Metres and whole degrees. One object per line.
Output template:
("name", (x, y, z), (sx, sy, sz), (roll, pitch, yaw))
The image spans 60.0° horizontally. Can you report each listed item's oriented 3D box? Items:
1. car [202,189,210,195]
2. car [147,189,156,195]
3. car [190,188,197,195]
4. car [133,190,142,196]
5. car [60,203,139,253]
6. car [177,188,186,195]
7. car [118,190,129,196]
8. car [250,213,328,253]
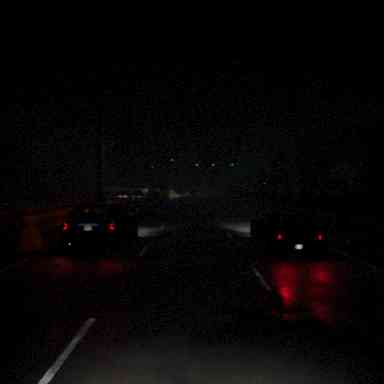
("car", (3.905, 0.080, 90.797), (2.033, 1.411, 5.357), (0, 1, 0))
("car", (-10.131, 0.024, 83.625), (2.097, 1.767, 4.553), (0, 1, 0))
("car", (0.405, 0.040, 90.814), (1.837, 1.490, 4.892), (0, 1, 0))
("car", (-13.632, 0.169, 83.615), (1.837, 1.490, 4.892), (0, 1, 0))
("car", (-3.472, 1.209, 13.285), (2.097, 1.767, 4.553), (0, 1, 1))
("car", (-3.095, 0.039, 90.832), (1.837, 1.490, 4.892), (0, 1, 0))
("car", (-17.132, 0.221, 83.637), (1.994, 1.385, 4.181), (0, 1, 0))
("car", (3.524, 1.462, 13.085), (1.895, 1.301, 4.718), (0, 1, 1))
